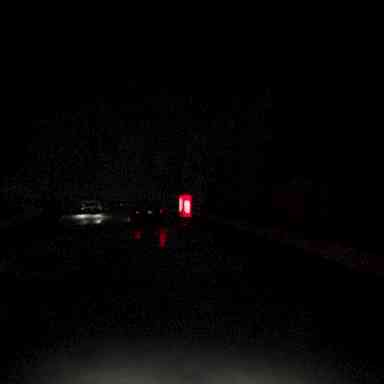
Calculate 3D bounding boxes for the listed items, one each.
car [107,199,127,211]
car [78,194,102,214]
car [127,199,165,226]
[{"bbox_3d":[-9.353,1.587,41.637,2.033,1.411,5.357,0,0,-24],"label":"car"},{"bbox_3d":[-11.301,1.265,36.731,2.150,2.045,5.566,0,0,-22],"label":"car"},{"bbox_3d":[-3.285,1.367,23.879,2.097,1.767,4.553,0,0,-14],"label":"car"}]
